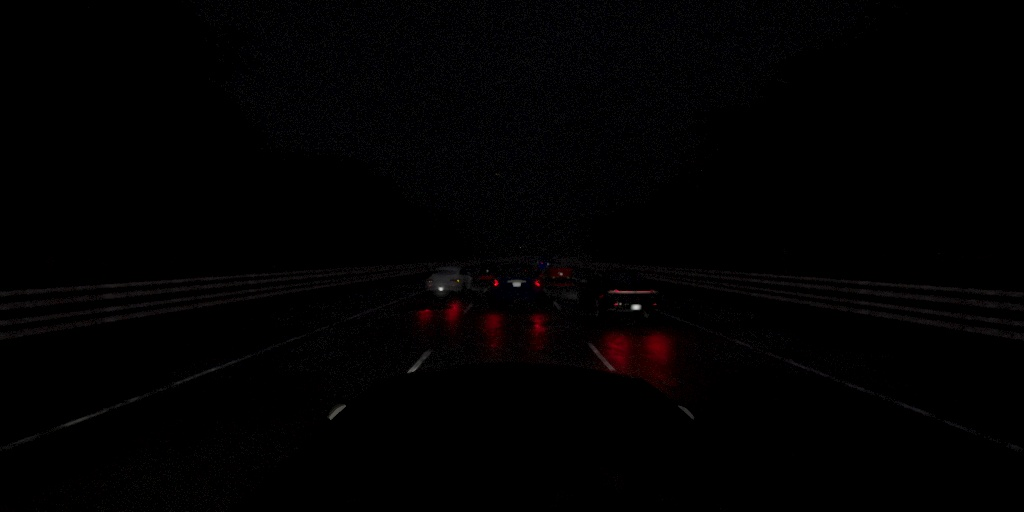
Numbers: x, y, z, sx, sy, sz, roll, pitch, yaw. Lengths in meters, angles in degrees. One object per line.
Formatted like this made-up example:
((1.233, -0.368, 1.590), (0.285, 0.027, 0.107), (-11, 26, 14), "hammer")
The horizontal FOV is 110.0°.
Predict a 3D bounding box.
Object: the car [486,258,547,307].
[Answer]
((0.217, 1.114, 15.707), (2.097, 1.767, 4.553), (0, 0, 1), "car")

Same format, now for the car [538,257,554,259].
((4.552, 1.093, 46.653), (2.150, 2.045, 5.566), (0, 0, 3), "car")

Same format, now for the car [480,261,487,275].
((-2.576, 1.349, 41.469), (1.837, 1.490, 4.892), (0, 0, 2), "car")

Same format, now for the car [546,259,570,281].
((3.950, 1.288, 30.685), (1.882, 1.535, 5.008), (0, 0, 2), "car")

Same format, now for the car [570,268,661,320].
((3.573, 1.252, 12.661), (2.128, 1.511, 4.902), (0, 0, 1), "car")

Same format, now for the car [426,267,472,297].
((-3.237, 1.291, 18.895), (1.812, 1.442, 4.674), (0, 0, 1), "car")
